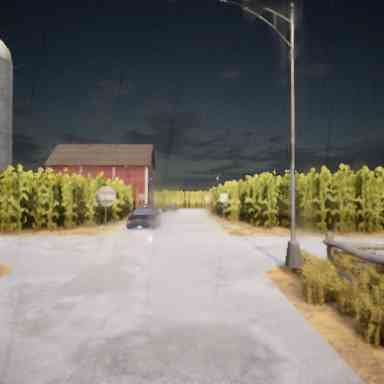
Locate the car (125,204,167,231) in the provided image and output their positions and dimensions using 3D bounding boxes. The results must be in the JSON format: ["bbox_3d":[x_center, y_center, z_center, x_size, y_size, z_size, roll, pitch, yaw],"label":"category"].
[{"bbox_3d":[-3.107,1.740,22.437,2.033,1.411,5.357,0,-1,0],"label":"car"}]

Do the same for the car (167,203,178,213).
[{"bbox_3d":[-3.094,2.248,48.062,1.994,1.385,4.181,0,-1,0],"label":"car"}]
